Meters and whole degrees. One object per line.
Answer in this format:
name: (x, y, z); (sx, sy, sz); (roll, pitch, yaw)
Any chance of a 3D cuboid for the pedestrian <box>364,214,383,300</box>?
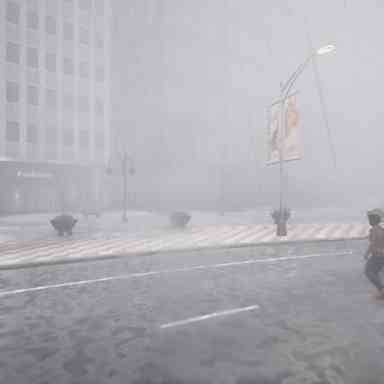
pedestrian: (3.866, 1.294, 6.949); (0.375, 1.860, 0.375); (0, 0, -24)
